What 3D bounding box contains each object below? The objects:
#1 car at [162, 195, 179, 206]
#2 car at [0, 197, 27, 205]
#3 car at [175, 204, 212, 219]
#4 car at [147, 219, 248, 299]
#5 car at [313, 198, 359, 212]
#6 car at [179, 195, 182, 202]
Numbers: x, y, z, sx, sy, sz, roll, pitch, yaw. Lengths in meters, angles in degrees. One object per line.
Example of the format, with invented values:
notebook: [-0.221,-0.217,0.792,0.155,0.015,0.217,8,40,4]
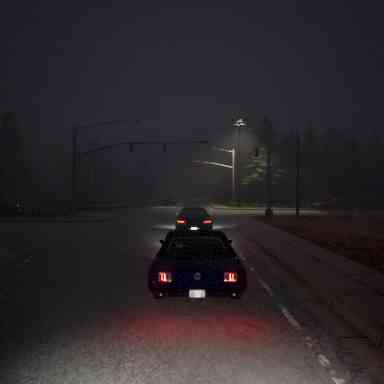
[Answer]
car: [-3.580,1.317,52.909,2.097,1.767,4.553,0,0,0]
car: [-19.762,1.363,35.103,4.553,1.767,2.097,0,0,1]
car: [0.104,1.511,17.439,1.812,1.442,4.674,0,0,0]
car: [0.101,1.596,8.384,1.895,1.301,4.718,0,0,0]
car: [16.462,1.472,38.141,5.008,1.535,1.882,0,0,1]
car: [-3.508,1.520,66.249,1.994,1.385,4.181,0,0,1]
